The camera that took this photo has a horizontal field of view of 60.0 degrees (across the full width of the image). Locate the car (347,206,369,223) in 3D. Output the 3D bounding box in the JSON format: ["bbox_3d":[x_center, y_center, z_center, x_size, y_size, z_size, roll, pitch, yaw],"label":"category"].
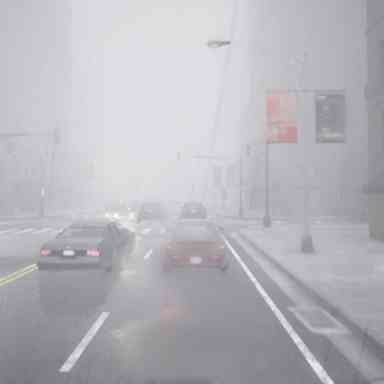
[{"bbox_3d":[15.685,1.779,28.009,4.902,1.511,2.128,0,-1,0],"label":"car"}]

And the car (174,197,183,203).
[{"bbox_3d":[-3.267,1.865,80.427,2.033,1.411,5.357,0,0,0],"label":"car"}]

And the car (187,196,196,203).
[{"bbox_3d":[-0.017,1.850,80.428,2.128,1.511,4.902,0,0,0],"label":"car"}]

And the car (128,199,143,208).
[{"bbox_3d":[-9.814,1.929,57.920,1.994,1.385,4.181,0,0,0],"label":"car"}]

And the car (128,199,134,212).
[{"bbox_3d":[-6.598,1.799,42.507,1.812,1.442,4.674,0,0,0],"label":"car"}]

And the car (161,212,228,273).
[{"bbox_3d":[0.099,1.600,10.858,1.812,1.442,4.674,0,0,0],"label":"car"}]

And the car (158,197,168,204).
[{"bbox_3d":[-6.515,1.919,74.399,1.882,1.535,5.008,0,0,0],"label":"car"}]

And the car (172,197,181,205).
[{"bbox_3d":[-3.264,1.982,70.424,1.994,1.385,4.181,0,0,0],"label":"car"}]

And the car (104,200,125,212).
[{"bbox_3d":[-9.846,1.766,42.720,2.128,1.511,4.902,0,0,0],"label":"car"}]

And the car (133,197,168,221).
[{"bbox_3d":[-3.151,1.553,27.221,2.097,1.767,4.553,0,-1,0],"label":"car"}]

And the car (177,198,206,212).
[{"bbox_3d":[0.094,1.562,27.283,2.097,1.767,4.553,0,-1,0],"label":"car"}]

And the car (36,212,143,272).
[{"bbox_3d":[-3.153,1.623,11.010,2.033,1.411,5.357,0,0,0],"label":"car"}]

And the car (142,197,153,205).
[{"bbox_3d":[-9.765,1.937,72.920,1.837,1.490,4.892,0,0,0],"label":"car"}]

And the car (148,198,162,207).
[{"bbox_3d":[-6.551,1.850,59.289,1.882,1.535,5.008,0,0,1],"label":"car"}]
